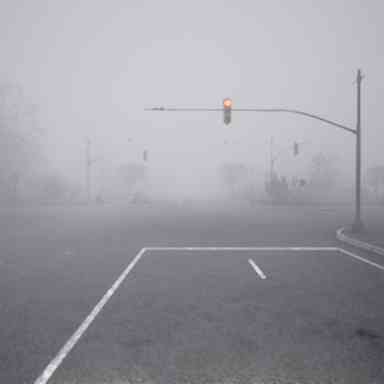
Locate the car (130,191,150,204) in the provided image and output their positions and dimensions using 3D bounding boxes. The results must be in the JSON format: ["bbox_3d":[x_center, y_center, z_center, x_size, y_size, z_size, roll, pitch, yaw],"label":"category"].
[{"bbox_3d":[-6.880,0.627,43.981,2.097,1.767,4.553,0,1,0],"label":"car"}]
